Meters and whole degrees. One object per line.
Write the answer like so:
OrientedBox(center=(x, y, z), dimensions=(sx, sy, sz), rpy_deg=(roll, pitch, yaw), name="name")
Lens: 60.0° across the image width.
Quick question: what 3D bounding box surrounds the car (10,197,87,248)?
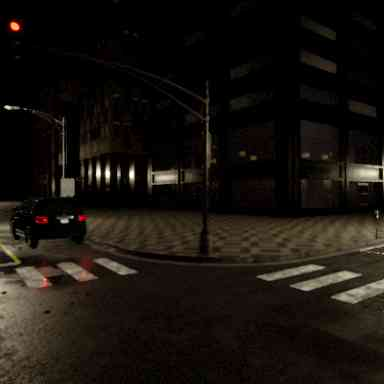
OrientedBox(center=(-6.629, 1.230, 15.126), dimensions=(2.150, 2.045, 5.566), rpy_deg=(0, 0, -38), name="car")
